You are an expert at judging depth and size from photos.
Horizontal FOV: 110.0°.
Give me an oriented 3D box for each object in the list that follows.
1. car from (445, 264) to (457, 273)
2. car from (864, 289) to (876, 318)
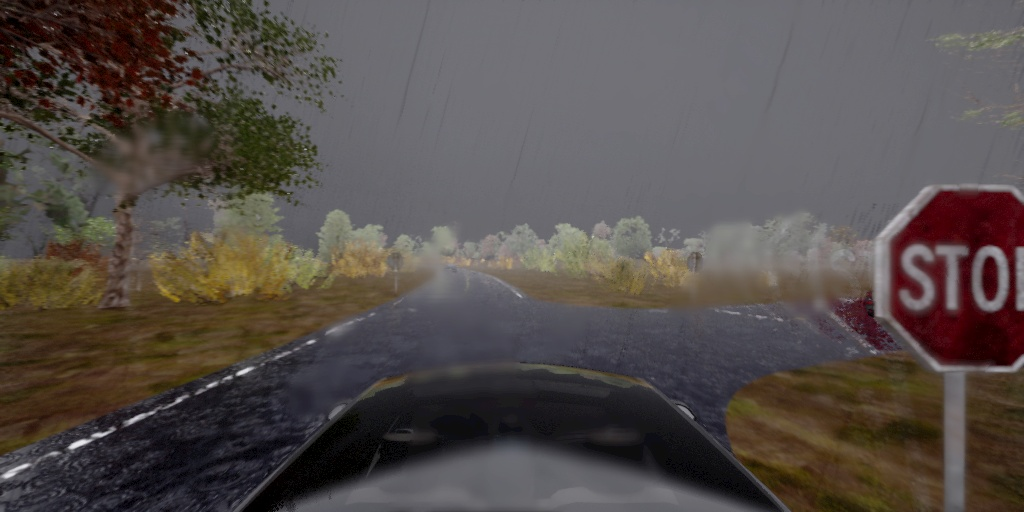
[{"bbox_3d":[-9.970,1.969,58.553,2.033,1.411,5.357,0,-1,-12],"label":"car"},{"bbox_3d":[14.357,1.477,12.462,4.674,1.442,1.812,1,-1,-22],"label":"car"}]
